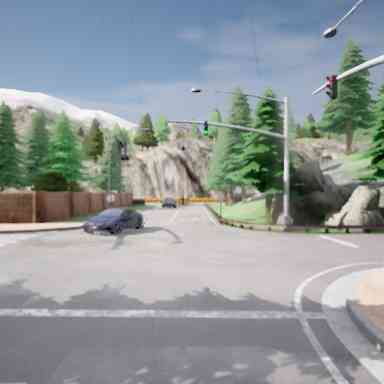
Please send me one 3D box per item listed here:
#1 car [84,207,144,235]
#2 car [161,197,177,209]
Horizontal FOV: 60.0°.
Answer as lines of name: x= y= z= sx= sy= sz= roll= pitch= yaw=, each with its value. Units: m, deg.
car: x=-4.408 y=1.622 z=19.636 sx=1.812 sy=1.442 sz=4.674 roll=1 pitch=0 yaw=18
car: x=-3.520 y=1.622 z=51.498 sx=2.097 sy=1.767 sz=4.553 roll=0 pitch=0 yaw=0
